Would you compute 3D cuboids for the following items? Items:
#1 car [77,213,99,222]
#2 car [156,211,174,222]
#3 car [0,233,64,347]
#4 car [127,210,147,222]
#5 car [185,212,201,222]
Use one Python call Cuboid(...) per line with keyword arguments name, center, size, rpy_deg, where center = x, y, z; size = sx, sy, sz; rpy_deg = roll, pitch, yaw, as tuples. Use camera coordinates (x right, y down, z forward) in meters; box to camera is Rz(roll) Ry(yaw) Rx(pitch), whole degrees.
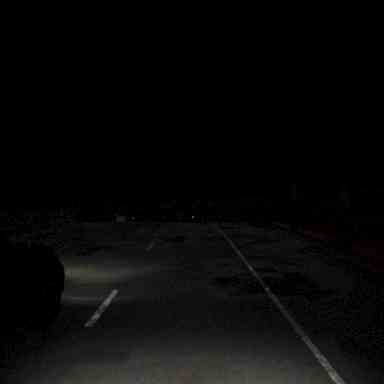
Cuboid(name="car", center=(-14.084, 3.530, 44.961), size=(2.033, 1.411, 5.357), rpy_deg=(0, -7, 0))
Cuboid(name="car", center=(-3.394, 3.174, 42.223), size=(1.812, 1.442, 4.674), rpy_deg=(0, -7, 0))
Cuboid(name="car", center=(-3.399, 1.232, 3.722), size=(2.150, 2.045, 5.566), rpy_deg=(0, 0, 0))
Cuboid(name="car", center=(-6.894, 3.074, 41.553), size=(1.837, 1.490, 4.892), rpy_deg=(0, -7, 0))
Cuboid(name="car", center=(0.106, 3.228, 42.362), size=(1.994, 1.385, 4.181), rpy_deg=(0, -7, 0))
